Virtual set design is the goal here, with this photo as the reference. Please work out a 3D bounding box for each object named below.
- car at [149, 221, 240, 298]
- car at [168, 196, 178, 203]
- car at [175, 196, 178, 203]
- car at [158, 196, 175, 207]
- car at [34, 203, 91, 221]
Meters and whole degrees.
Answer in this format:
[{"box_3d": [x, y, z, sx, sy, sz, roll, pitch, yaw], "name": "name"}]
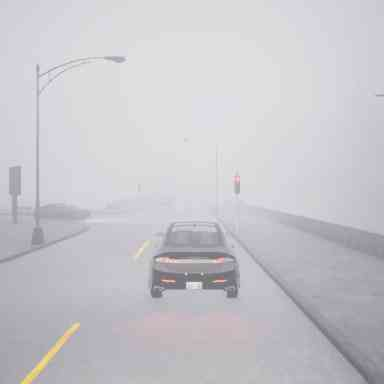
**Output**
[{"box_3d": [0.058, 1.492, 8.491, 2.128, 1.511, 4.902, 0, 0, 0], "name": "car"}, {"box_3d": [-4.030, 1.552, 70.365, 1.994, 1.385, 4.181, 0, 0, 0], "name": "car"}, {"box_3d": [-4.095, 1.601, 60.548, 1.895, 1.301, 4.718, 0, 0, 0], "name": "car"}, {"box_3d": [-4.119, 1.547, 50.882, 2.033, 1.411, 5.357, 0, 0, 0], "name": "car"}, {"box_3d": [-10.267, 1.564, 26.407, 4.181, 1.385, 1.994, 0, 0, 6], "name": "car"}]
